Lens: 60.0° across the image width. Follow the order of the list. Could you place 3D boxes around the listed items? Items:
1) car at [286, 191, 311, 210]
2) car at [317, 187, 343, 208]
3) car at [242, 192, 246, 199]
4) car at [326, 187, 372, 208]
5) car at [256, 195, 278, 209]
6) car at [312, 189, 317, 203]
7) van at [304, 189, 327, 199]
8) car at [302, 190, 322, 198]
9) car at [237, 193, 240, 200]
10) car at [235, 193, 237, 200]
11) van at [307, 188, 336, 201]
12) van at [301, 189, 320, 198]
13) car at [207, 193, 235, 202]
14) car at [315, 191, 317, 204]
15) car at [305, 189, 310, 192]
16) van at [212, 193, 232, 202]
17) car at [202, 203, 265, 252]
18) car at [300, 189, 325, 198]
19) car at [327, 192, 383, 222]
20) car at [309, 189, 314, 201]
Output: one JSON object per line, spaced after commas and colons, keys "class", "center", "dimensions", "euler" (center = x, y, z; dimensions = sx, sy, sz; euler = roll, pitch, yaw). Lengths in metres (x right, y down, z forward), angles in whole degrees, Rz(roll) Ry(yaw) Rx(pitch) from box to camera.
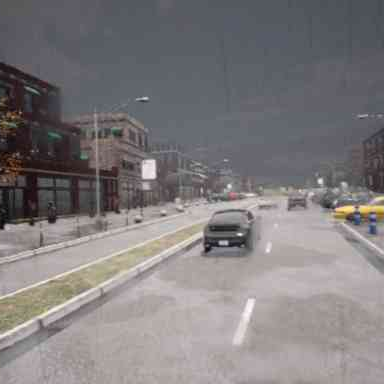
{"class": "car", "center": [10.496, 0.994, 33.247], "dimensions": [1.837, 1.490, 4.892], "euler": [-3, 0, 17]}
{"class": "car", "center": [13.547, 0.576, 27.274], "dimensions": [5.566, 2.045, 2.435], "euler": [-3, 0, 16]}
{"class": "car", "center": [11.704, 1.221, 94.036], "dimensions": [5.566, 2.045, 2.435], "euler": [-3, 0, 17]}
{"class": "car", "center": [12.723, 0.742, 24.646], "dimensions": [4.553, 1.767, 2.185], "euler": [-3, 0, 16]}
{"class": "car", "center": [8.667, 1.182, 37.590], "dimensions": [1.895, 1.301, 4.718], "euler": [-3, 0, 17]}
{"class": "car", "center": [16.624, 0.714, 37.863], "dimensions": [4.892, 1.521, 2.231], "euler": [-3, 0, 16]}
{"class": "van", "center": [26.770, 0.420, 72.236], "dimensions": [4.442, 1.987, 1.878], "euler": [-3, -1, 16]}
{"class": "car", "center": [29.786, 0.493, 82.851], "dimensions": [4.553, 1.767, 2.185], "euler": [-3, 0, 16]}
{"class": "car", "center": [8.463, 1.273, 83.278], "dimensions": [5.566, 2.045, 2.435], "euler": [-3, -1, 17]}
{"class": "car", "center": [7.773, 1.559, 80.716], "dimensions": [4.792, 1.488, 2.163], "euler": [-3, -1, 17]}
{"class": "van", "center": [21.905, 0.429, 56.421], "dimensions": [4.442, 1.987, 1.878], "euler": [-3, -1, 16]}
{"class": "van", "center": [30.413, 0.387, 85.541], "dimensions": [4.442, 1.987, 1.878], "euler": [-3, 0, 16]}
{"class": "car", "center": [6.088, 1.291, 75.287], "dimensions": [5.566, 2.045, 2.435], "euler": [-3, -1, 17]}
{"class": "car", "center": [15.069, 0.764, 32.575], "dimensions": [5.008, 1.535, 2.097], "euler": [-3, 0, 16]}
{"class": "car", "center": [20.443, 0.400, 51.106], "dimensions": [5.566, 2.045, 2.435], "euler": [-3, -1, 16]}
{"class": "van", "center": [7.020, 1.306, 77.907], "dimensions": [4.442, 1.987, 1.878], "euler": [-3, -1, 17]}
{"class": "car", "center": [1.742, 1.453, 13.699], "dimensions": [1.837, 1.490, 4.892], "euler": [-3, 0, 16]}
{"class": "car", "center": [28.950, 0.380, 80.221], "dimensions": [5.566, 2.045, 2.435], "euler": [-3, -1, 16]}
{"class": "car", "center": [11.038, 0.958, 19.397], "dimensions": [5.366, 1.575, 1.946], "euler": [-3, 0, 16]}
{"class": "car", "center": [18.167, 0.677, 43.154], "dimensions": [5.008, 1.535, 2.097], "euler": [-3, 0, 16]}
